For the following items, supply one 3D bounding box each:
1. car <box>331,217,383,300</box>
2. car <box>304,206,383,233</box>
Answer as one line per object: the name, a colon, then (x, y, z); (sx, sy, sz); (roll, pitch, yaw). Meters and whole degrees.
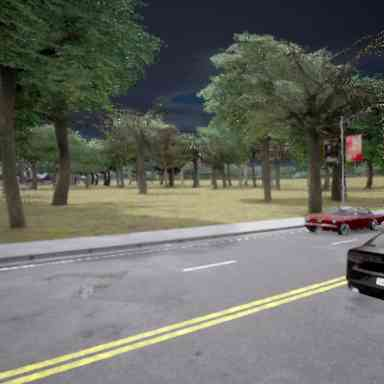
car: (5.385, 1.412, 7.278); (5.008, 1.535, 1.882); (-1, 0, -36)
car: (7.953, 1.436, 17.338); (4.718, 1.301, 1.895); (-1, 1, -35)
